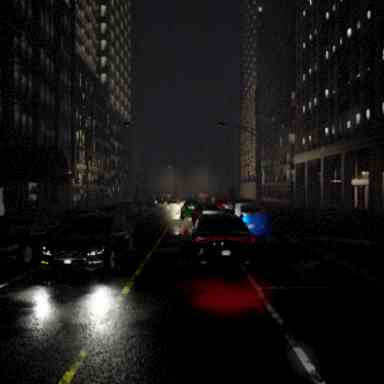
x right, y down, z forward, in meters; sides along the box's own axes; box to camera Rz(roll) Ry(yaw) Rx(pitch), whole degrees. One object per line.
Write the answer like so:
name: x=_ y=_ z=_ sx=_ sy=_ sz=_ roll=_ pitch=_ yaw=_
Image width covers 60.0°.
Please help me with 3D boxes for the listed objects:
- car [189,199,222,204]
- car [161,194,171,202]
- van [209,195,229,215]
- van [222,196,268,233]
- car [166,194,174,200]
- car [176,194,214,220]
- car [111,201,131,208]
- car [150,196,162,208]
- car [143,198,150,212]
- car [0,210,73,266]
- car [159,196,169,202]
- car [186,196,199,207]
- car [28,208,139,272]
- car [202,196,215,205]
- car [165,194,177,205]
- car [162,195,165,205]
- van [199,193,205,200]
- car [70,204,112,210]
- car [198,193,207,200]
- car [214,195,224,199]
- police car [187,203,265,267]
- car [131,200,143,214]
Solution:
car: x=0.905 y=1.425 z=21.264 sx=1.882 sy=1.535 sz=5.008 roll=0 pitch=0 yaw=0
car: x=-5.681 y=1.257 z=73.755 sx=1.967 sy=1.590 sz=4.097 roll=-1 pitch=0 yaw=0
van: x=2.689 y=1.257 z=33.968 sx=1.690 sy=1.788 sz=3.998 roll=-1 pitch=0 yaw=0
van: x=2.685 y=1.299 z=16.917 sx=1.690 sy=1.788 sz=3.998 roll=-1 pitch=0 yaw=0
car: x=-5.678 y=1.313 z=84.953 sx=1.752 sy=1.417 sz=4.829 roll=-1 pitch=0 yaw=0
car: x=0.389 y=1.284 z=27.360 sx=2.097 sy=1.767 sz=4.553 roll=0 pitch=0 yaw=9
car: x=-5.692 y=1.489 z=22.603 sx=1.887 sy=1.381 sz=4.507 roll=-1 pitch=0 yaw=0
car: x=-5.687 y=1.439 z=45.338 sx=2.008 sy=1.369 sz=4.403 roll=-1 pitch=0 yaw=0
car: x=-5.689 y=1.498 z=33.970 sx=1.802 sy=1.307 sz=4.206 roll=-1 pitch=0 yaw=0
car: x=-5.695 y=1.523 z=11.236 sx=2.008 sy=1.369 sz=4.403 roll=-1 pitch=0 yaw=0
car: x=-5.682 y=1.413 z=68.072 sx=1.802 sy=1.307 sz=4.206 roll=-1 pitch=0 yaw=0
car: x=0.025 y=1.406 z=48.415 sx=1.812 sy=1.442 sz=4.674 roll=0 pitch=0 yaw=0
car: x=-3.097 y=1.478 z=10.715 sx=1.837 sy=1.490 sz=4.892 roll=0 pitch=0 yaw=0
car: x=2.696 y=1.410 z=56.702 sx=2.008 sy=1.369 sz=4.403 roll=-1 pitch=0 yaw=0
car: x=-2.987 y=1.377 z=54.861 sx=1.882 sy=1.535 sz=5.008 roll=0 pitch=0 yaw=0
car: x=-5.684 y=1.410 z=56.704 sx=2.008 sy=1.369 sz=4.403 roll=-1 pitch=0 yaw=0
van: x=2.702 y=1.114 z=90.804 sx=1.690 sy=1.788 sz=3.998 roll=-1 pitch=0 yaw=0
car: x=-5.693 y=1.524 z=16.919 sx=1.947 sy=1.339 sz=4.313 roll=-1 pitch=0 yaw=0
car: x=2.700 y=1.102 z=85.121 sx=2.192 sy=1.841 sz=5.009 roll=-1 pitch=0 yaw=0
car: x=2.687 y=1.245 z=28.284 sx=2.192 sy=1.841 sz=5.009 roll=-1 pitch=0 yaw=0
police car: x=0.903 y=1.397 z=11.373 sx=1.930 sy=1.638 sz=5.238 roll=0 pitch=0 yaw=0
car: x=-5.692 y=1.481 z=28.287 sx=2.008 sy=1.369 sz=4.403 roll=-1 pitch=0 yaw=0
